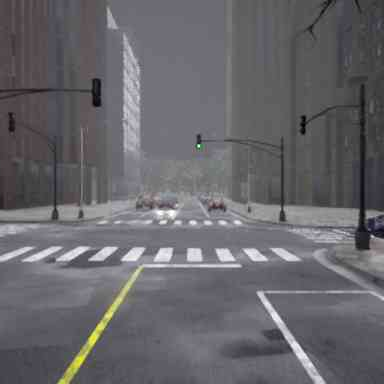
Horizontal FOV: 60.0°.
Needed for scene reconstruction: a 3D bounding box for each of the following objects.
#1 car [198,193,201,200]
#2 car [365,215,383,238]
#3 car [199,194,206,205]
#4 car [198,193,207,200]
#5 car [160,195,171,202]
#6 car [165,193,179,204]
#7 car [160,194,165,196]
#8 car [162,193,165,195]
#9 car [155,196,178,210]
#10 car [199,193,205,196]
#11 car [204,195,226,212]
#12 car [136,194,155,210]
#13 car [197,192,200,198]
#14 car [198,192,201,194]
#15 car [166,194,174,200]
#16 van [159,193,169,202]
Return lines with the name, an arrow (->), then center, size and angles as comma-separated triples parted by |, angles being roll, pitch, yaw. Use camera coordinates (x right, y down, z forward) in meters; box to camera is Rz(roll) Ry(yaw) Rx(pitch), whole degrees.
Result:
car -> 2.645, 1.393, 64.122 | 1.887, 1.381, 4.507 | 0, 0, 0
car -> 11.112, 1.718, 16.598 | 4.674, 1.442, 1.812 | 1, -1, -1
car -> 2.665, 1.422, 53.247 | 2.008, 1.369, 4.403 | 0, 0, 0
car -> 2.604, 1.121, 85.872 | 2.192, 1.841, 5.009 | 0, 0, 0
car -> -5.901, 1.390, 74.982 | 2.008, 1.369, 4.403 | 0, 0, 0
car -> -3.153, 1.417, 57.669 | 2.033, 1.411, 5.357 | 0, 0, 1
car -> -5.860, 1.465, 53.231 | 1.802, 1.307, 4.206 | 0, 0, 0
car -> -5.870, 1.398, 58.499 | 1.752, 1.417, 4.829 | 0, 0, 0
car -> -3.160, 1.505, 41.646 | 1.895, 1.301, 4.718 | 0, 0, 0
car -> 2.655, 1.404, 58.685 | 1.887, 1.381, 4.507 | 0, 0, 0
car -> 2.696, 1.347, 36.934 | 1.967, 1.590, 4.097 | 0, 0, 0
car -> -5.840, 1.222, 42.356 | 2.192, 1.841, 5.009 | 0, 0, 0
car -> 2.614, 1.341, 80.605 | 1.752, 1.417, 4.829 | 0, 0, 0
car -> 2.634, 1.362, 69.730 | 1.752, 1.417, 4.829 | 0, 0, 0
car -> -5.931, 1.375, 91.294 | 1.947, 1.339, 4.313 | 0, 0, 0
van -> -5.891, 1.191, 69.544 | 1.690, 1.788, 3.998 | 0, 0, 0
